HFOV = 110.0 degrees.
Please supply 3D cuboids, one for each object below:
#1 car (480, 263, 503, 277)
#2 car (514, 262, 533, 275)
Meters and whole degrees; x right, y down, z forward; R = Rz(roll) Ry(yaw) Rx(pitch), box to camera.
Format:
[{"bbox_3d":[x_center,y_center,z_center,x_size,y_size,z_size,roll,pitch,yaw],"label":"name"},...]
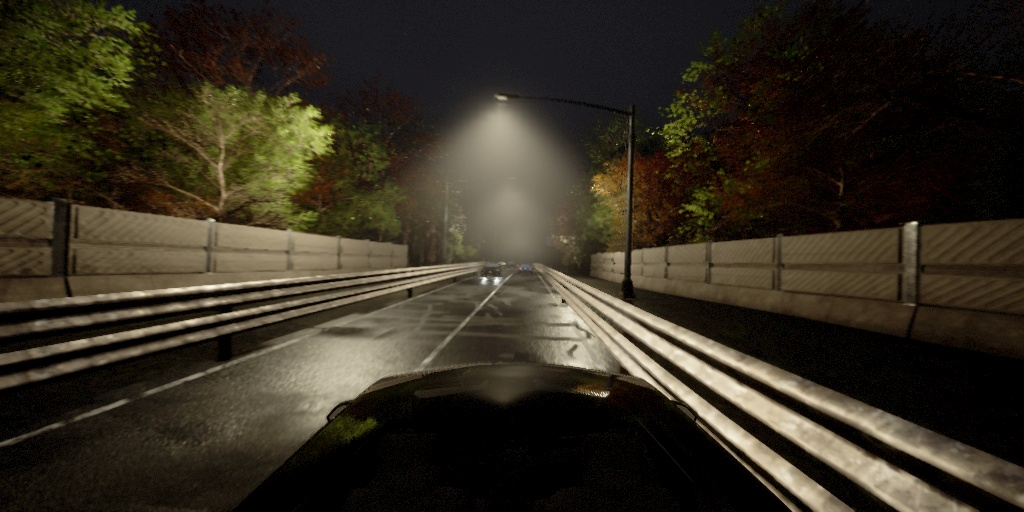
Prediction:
[{"bbox_3d":[-2.022,1.396,36.601,1.994,1.385,4.181,2,0,3],"label":"car"},{"bbox_3d":[1.685,1.574,45.506,2.033,1.411,5.357,2,-1,2],"label":"car"}]
